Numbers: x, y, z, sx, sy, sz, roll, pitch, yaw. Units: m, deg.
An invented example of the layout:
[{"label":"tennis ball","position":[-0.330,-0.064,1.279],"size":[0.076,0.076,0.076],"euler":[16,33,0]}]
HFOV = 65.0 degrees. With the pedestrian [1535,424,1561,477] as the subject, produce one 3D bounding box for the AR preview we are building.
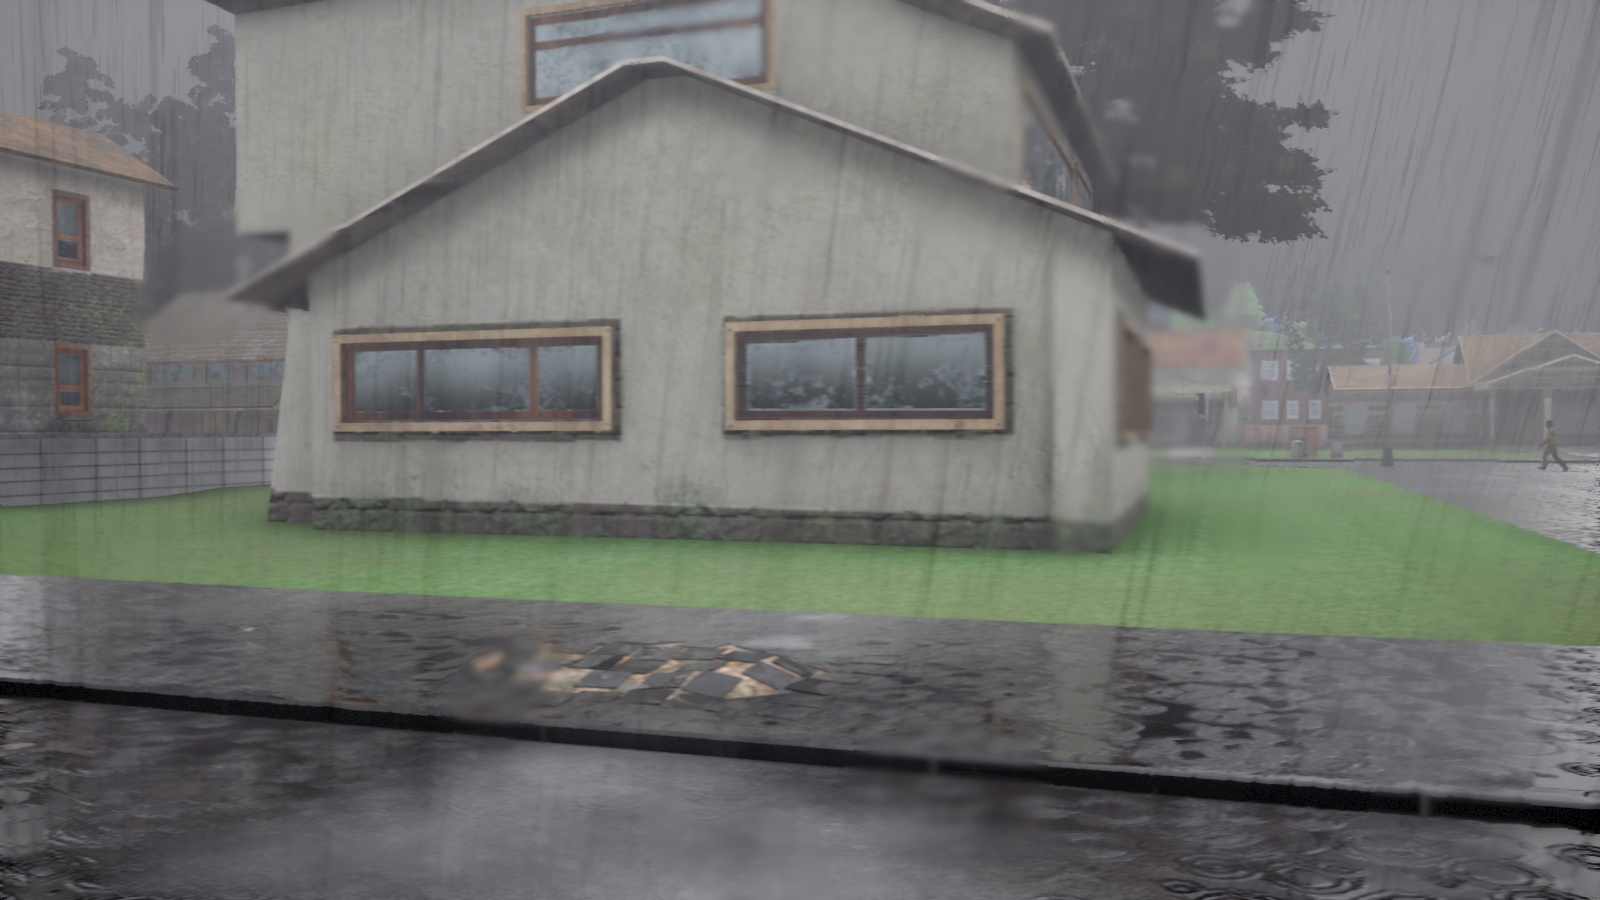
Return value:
[{"label":"pedestrian","position":[26.261,0.023,44.082],"size":[0.709,1.840,0.431],"euler":[1,1,39]}]
